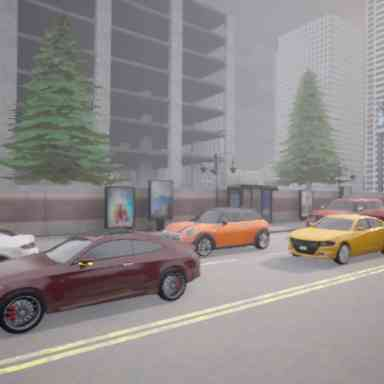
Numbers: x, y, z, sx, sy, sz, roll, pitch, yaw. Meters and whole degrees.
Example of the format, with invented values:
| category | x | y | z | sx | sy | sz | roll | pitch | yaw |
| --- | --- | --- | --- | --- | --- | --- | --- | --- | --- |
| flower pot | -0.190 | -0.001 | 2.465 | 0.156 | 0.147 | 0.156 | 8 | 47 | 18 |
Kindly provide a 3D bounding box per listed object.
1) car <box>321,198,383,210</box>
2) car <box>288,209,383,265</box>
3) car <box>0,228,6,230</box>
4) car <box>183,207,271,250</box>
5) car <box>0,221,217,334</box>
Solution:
| category | x | y | z | sx | sy | sz | roll | pitch | yaw |
| --- | --- | --- | --- | --- | --- | --- | --- | --- | --- |
| car | 8.925 | 1.379 | 18.952 | 5.566 | 2.045 | 2.150 | 1 | 0 | -35 |
| car | 5.660 | 1.579 | 12.328 | 5.008 | 1.535 | 1.882 | 1 | 0 | -36 |
| car | -6.285 | 1.522 | 8.105 | 4.674 | 1.442 | 1.812 | 1 | 0 | -34 |
| car | 1.002 | 1.426 | 13.306 | 4.553 | 1.767 | 2.097 | 1 | 0 | -35 |
| car | -1.933 | 1.546 | 6.894 | 4.674 | 1.442 | 1.812 | 1 | 0 | -36 |
